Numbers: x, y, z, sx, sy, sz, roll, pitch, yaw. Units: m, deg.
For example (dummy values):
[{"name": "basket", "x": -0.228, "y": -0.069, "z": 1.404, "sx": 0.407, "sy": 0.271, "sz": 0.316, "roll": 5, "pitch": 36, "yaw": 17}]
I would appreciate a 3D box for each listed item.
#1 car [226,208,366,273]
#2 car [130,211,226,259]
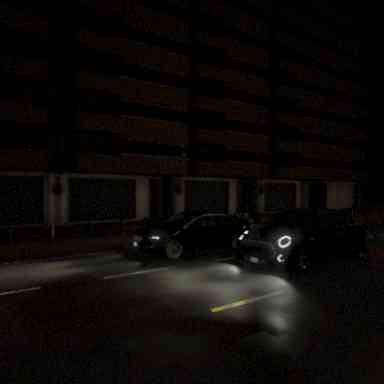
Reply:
[{"name": "car", "x": 3.616, "y": 1.349, "z": 10.798, "sx": 4.553, "sy": 1.767, "sz": 2.097, "roll": 0, "pitch": 0, "yaw": -35}, {"name": "car", "x": 0.106, "y": 1.490, "z": 12.604, "sx": 4.902, "sy": 1.511, "sz": 2.128, "roll": 0, "pitch": 0, "yaw": -35}]
